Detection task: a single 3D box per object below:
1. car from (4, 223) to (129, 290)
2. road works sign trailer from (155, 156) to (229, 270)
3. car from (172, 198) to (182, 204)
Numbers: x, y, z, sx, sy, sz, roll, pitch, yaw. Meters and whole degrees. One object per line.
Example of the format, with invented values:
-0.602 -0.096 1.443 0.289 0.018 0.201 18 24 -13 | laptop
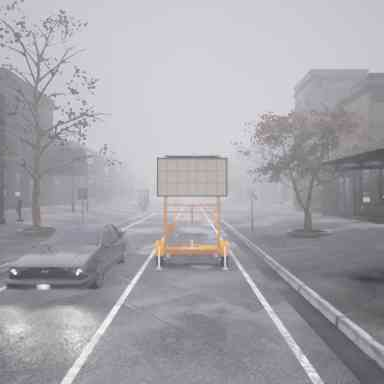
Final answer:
-3.096 1.626 9.602 2.033 1.411 5.357 0 -1 0 | car
0.005 0.562 11.408 2.380 3.560 2.880 0 -1 0 | road works sign trailer
-2.974 2.078 66.543 1.837 1.490 4.892 0 0 0 | car
